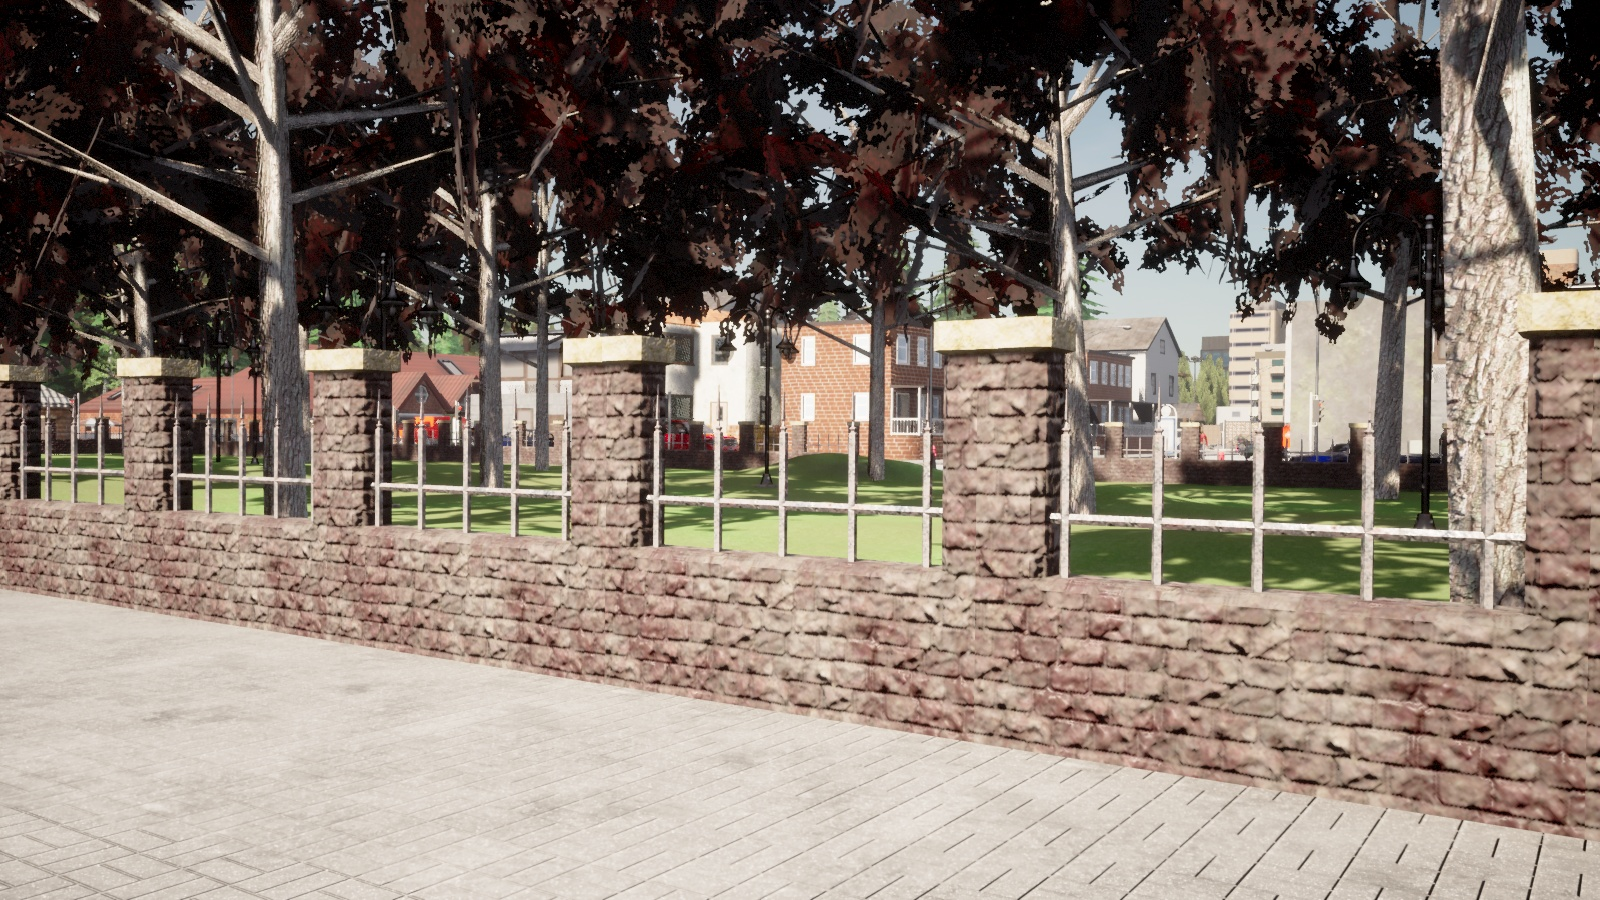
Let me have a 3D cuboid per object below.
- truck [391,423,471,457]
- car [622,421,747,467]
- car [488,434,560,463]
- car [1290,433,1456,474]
[{"bbox_3d":[-27.427,-0.784,93.486,2.627,2.467,5.204,0,1,34],"label":"truck"},{"bbox_3d":[-5.296,-0.285,57.350,5.566,2.045,2.150,0,1,34],"label":"car"},{"bbox_3d":[-15.112,-0.091,68.697,3.705,1.549,1.789,0,1,34],"label":"car"},{"bbox_3d":[18.799,0.098,41.287,4.718,1.301,1.895,0,1,33],"label":"car"}]
